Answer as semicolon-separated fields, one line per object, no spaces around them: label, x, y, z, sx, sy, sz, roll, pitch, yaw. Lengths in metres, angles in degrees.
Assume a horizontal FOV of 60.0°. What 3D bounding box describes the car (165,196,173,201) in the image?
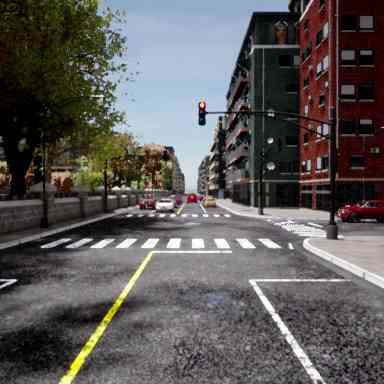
car;-5.647;1.621;82.683;1.802;1.307;4.206;0;0;0

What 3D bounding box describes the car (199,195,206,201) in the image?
car;2.736;1.590;88.214;1.887;1.381;4.507;0;0;0

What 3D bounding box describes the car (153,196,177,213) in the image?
car;-3.047;1.531;38.038;1.812;1.442;4.674;0;0;0

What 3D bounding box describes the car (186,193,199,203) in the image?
car;0.039;1.248;69.280;2.150;2.045;5.566;0;0;0

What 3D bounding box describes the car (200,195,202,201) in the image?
car;2.718;1.560;55.003;1.887;1.381;4.507;0;0;0

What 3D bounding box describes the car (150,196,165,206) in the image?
car;-5.663;1.456;55.007;1.967;1.590;4.097;0;0;0

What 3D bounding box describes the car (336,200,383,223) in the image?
car;14.631;1.590;27.353;5.009;1.841;2.192;1;-1;0

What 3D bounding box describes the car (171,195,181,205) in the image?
car;-3.067;1.558;47.673;2.033;1.411;5.357;0;0;0

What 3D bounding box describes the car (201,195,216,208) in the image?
car;2.715;1.537;49.638;1.752;1.417;4.829;0;0;0

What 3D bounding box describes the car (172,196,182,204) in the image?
car;-2.962;1.551;67.690;1.812;1.442;4.674;0;0;0

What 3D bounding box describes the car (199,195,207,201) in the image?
car;2.733;1.584;82.679;1.887;1.381;4.507;0;0;0

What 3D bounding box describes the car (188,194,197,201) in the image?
car;0.044;1.304;79.641;2.097;1.767;4.553;0;0;0

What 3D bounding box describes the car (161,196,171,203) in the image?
car;-5.654;1.611;71.612;1.802;1.307;4.206;0;0;0

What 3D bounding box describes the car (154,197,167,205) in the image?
car;-5.660;1.565;60.542;1.887;1.381;4.507;0;0;0

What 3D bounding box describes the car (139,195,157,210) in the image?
car;-5.669;1.323;43.937;2.192;1.841;5.009;0;0;0

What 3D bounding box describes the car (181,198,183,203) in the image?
car;-3.037;1.495;57.565;1.882;1.535;5.008;0;0;1

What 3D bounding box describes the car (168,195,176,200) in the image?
car;-5.642;1.577;93.583;1.752;1.417;4.829;0;0;0
